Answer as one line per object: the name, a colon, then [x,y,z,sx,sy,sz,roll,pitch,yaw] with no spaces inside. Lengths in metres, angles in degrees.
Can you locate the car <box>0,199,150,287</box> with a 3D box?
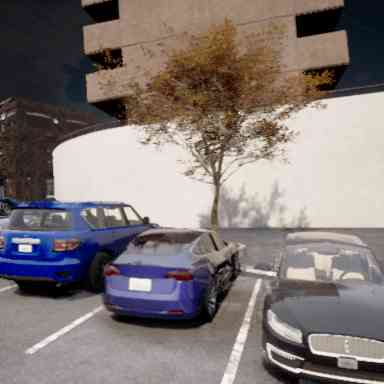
car: [-2.618,1.268,9.275,2.435,2.045,5.566,0,-1,16]

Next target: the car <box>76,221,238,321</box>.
car: [-0.176,1.541,7.504,2.163,1.488,4.792,0,-1,16]

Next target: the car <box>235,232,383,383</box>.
car: [2.257,1.504,5.714,2.231,1.521,4.892,0,-1,16]
